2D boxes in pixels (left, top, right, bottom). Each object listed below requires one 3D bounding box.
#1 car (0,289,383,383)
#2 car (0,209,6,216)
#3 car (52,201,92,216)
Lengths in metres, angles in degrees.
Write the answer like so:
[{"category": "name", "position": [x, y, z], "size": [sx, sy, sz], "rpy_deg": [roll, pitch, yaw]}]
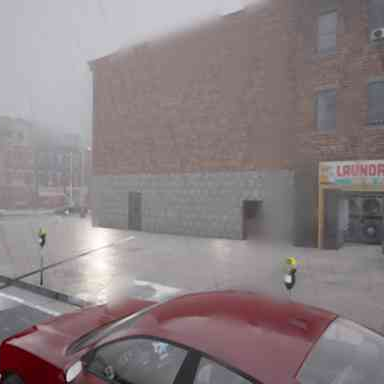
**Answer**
[{"category": "car", "position": [0.132, 1.544, 2.704], "size": [4.507, 1.381, 1.887], "rpy_deg": [0, 1, 36]}, {"category": "car", "position": [-19.601, 1.811, 29.867], "size": [1.895, 1.301, 4.718], "rpy_deg": [1, 0, 37]}, {"category": "car", "position": [-13.557, 1.852, 38.259], "size": [1.837, 1.490, 4.892], "rpy_deg": [1, 0, 36]}]
